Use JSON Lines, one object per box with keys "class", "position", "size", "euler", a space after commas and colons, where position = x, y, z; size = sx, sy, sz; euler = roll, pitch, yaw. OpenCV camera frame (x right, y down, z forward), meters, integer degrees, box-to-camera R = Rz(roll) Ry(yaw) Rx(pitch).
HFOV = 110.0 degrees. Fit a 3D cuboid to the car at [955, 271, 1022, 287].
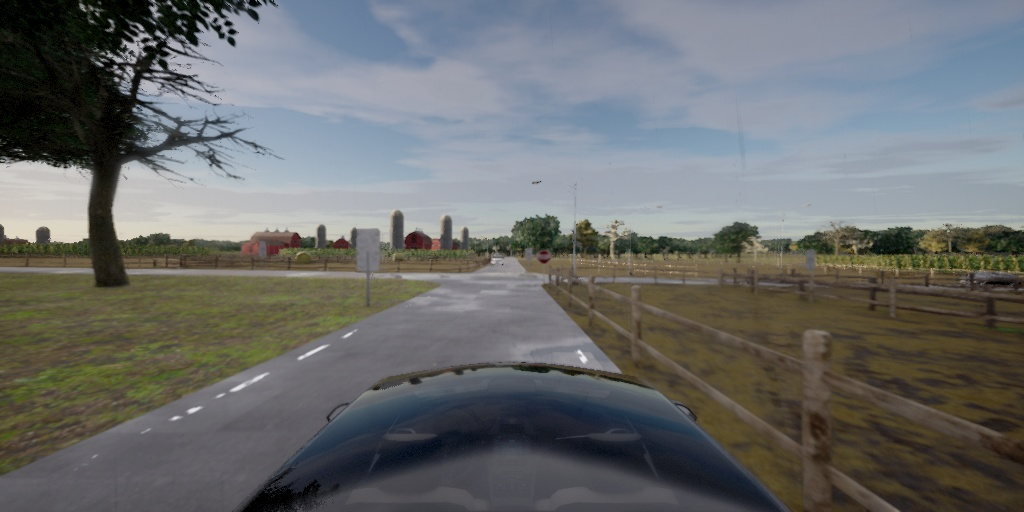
{"class": "car", "position": [46.553, 2.258, 35.104], "size": [4.902, 1.511, 2.128], "euler": [2, 1, 0]}
